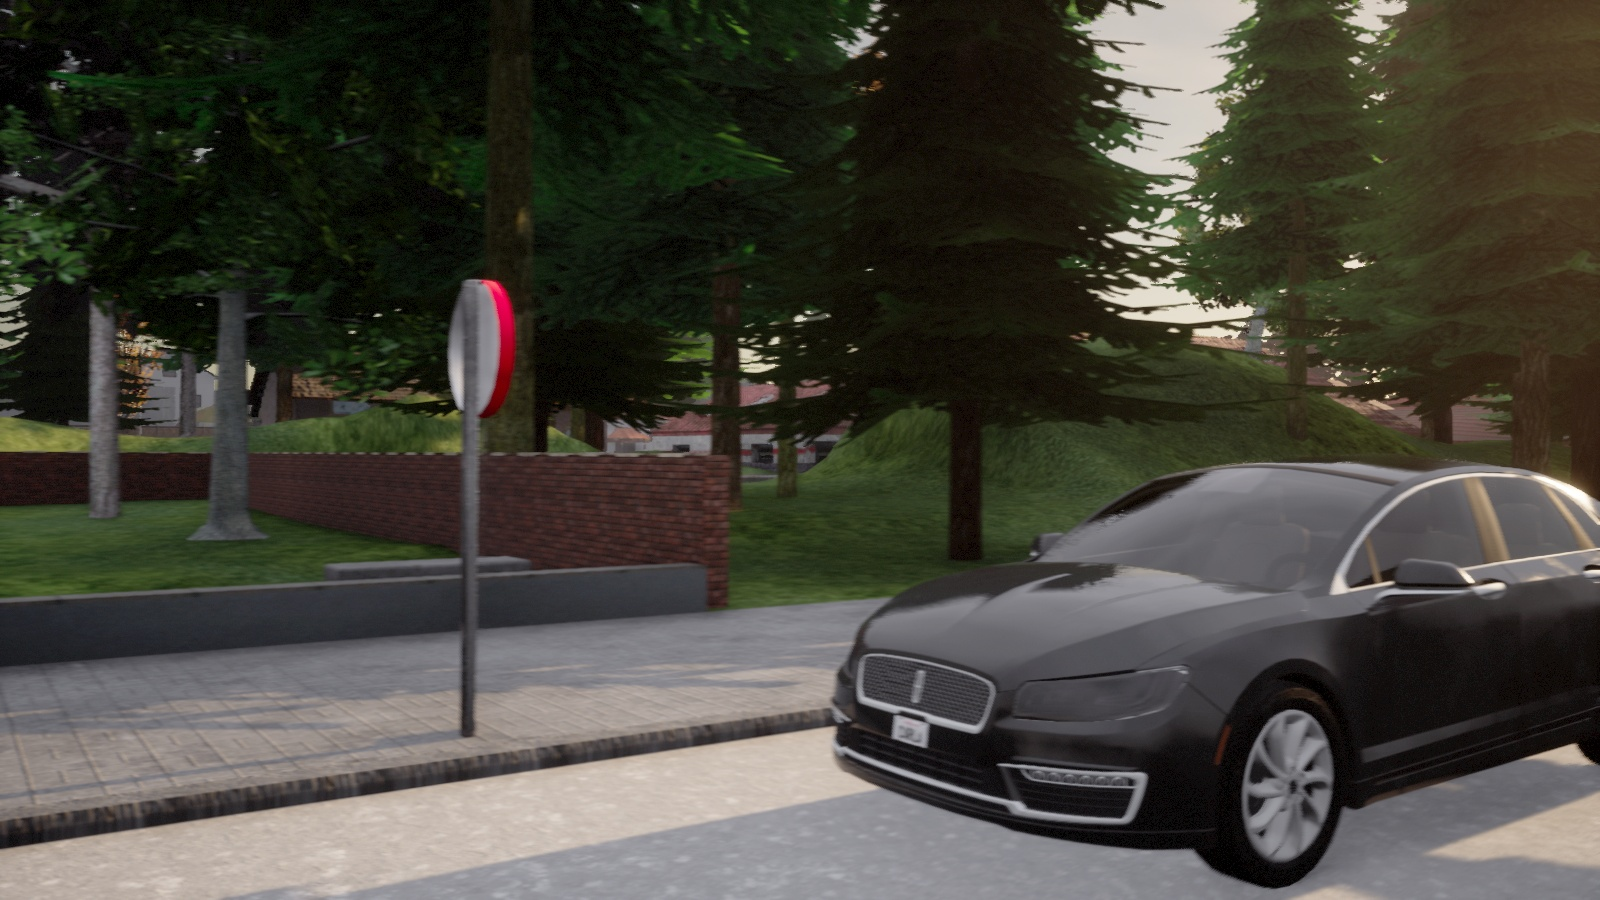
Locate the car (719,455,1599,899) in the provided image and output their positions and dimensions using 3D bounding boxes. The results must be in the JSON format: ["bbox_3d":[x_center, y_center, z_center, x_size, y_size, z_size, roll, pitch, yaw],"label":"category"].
[{"bbox_3d":[2.203,0.777,5.801,4.892,1.490,1.837,0,0,-35],"label":"car"}]
